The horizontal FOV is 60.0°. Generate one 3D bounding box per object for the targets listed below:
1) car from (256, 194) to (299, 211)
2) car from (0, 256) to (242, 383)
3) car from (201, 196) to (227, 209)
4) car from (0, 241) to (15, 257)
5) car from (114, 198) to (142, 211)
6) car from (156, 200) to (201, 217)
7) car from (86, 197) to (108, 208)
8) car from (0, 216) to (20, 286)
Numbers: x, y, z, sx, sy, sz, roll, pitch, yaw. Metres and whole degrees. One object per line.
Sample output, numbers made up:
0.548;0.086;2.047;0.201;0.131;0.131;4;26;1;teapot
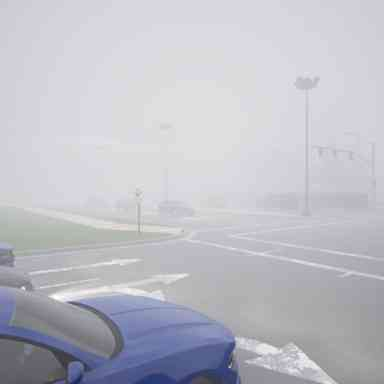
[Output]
10.492;1.221;41.003;2.150;2.045;5.566;0;0;-36;car
-1.830;1.478;2.455;5.008;1.535;1.882;0;0;-35;car
2.722;1.352;45.653;2.097;1.767;4.553;0;0;-36;car
-4.551;1.564;4.817;4.181;1.385;1.994;0;0;-35;car
-7.792;1.492;40.215;2.128;1.511;4.902;0;0;-36;car
-1.637;1.505;31.839;1.837;1.490;4.892;0;0;-36;car
-13.955;1.492;48.636;2.128;1.511;4.902;0;0;-36;car
-6.823;1.478;7.496;5.008;1.535;1.882;0;0;-35;car
